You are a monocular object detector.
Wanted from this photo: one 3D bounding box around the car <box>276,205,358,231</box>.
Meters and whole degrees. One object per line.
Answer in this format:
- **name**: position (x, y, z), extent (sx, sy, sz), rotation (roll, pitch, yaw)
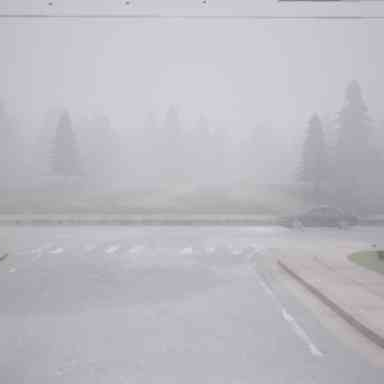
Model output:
- **car**: position (7.767, 1.609, 20.913), extent (4.892, 1.490, 1.837), rotation (0, 0, 0)
